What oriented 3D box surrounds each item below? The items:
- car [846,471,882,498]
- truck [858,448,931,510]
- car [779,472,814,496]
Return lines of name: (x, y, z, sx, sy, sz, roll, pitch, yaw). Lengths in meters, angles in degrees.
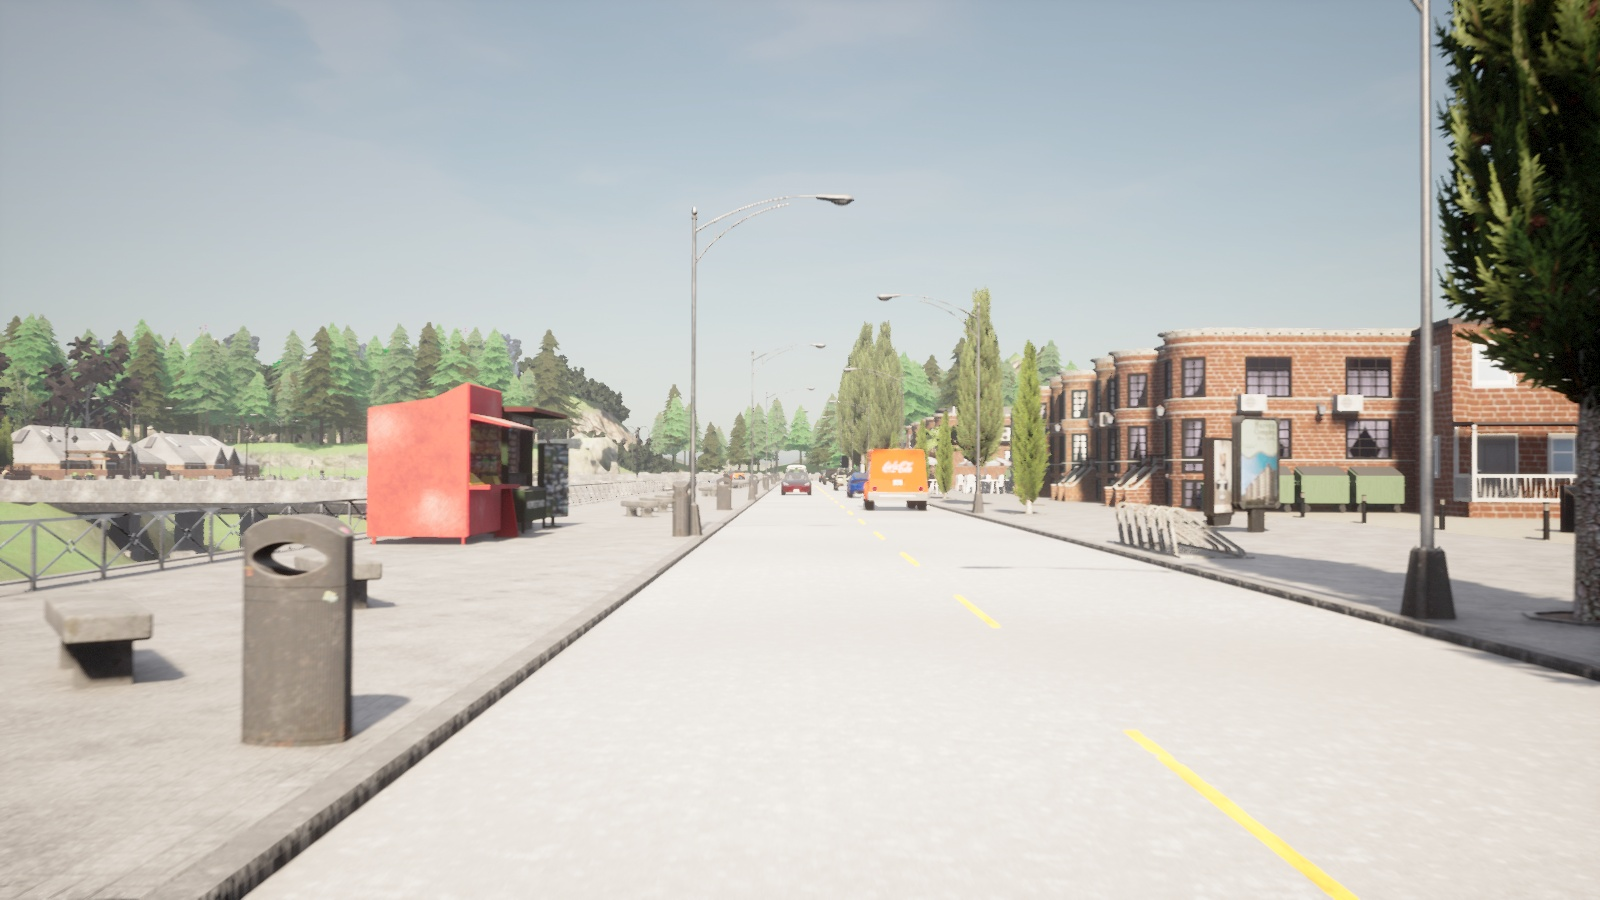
car: (3.804, 2.037, 75.244, 1.882, 1.535, 5.008, 0, -1, 0)
truck: (3.862, 1.186, 52.205, 2.627, 2.467, 5.204, 0, -1, 0)
car: (-0.210, 2.176, 81.269, 2.163, 1.488, 4.792, 0, -1, 0)
